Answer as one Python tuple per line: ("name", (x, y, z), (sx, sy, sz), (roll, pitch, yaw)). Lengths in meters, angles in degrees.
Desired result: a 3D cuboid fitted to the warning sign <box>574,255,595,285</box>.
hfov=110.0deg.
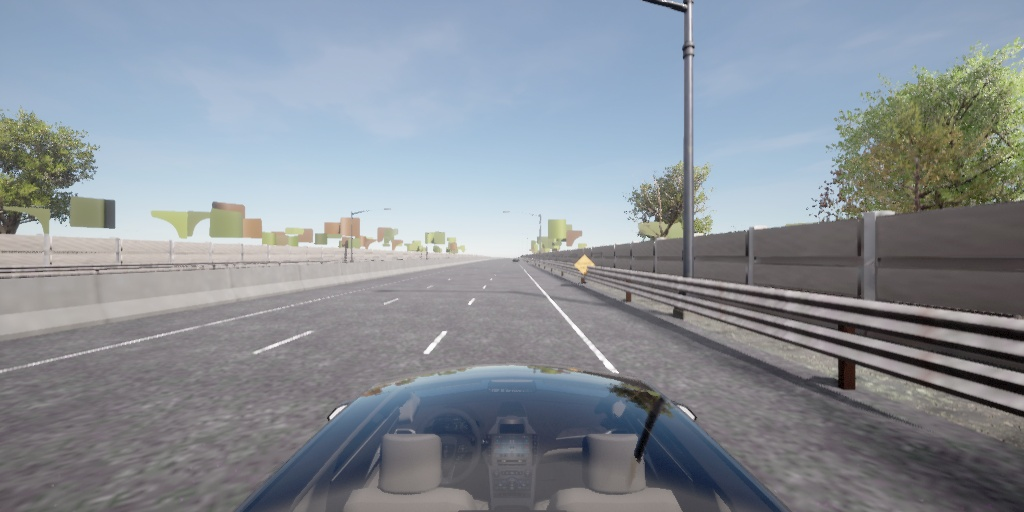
("warning sign", (4.550, 0.854, 22.401), (1.300, 1.860, 1.060), (0, 0, 0))
